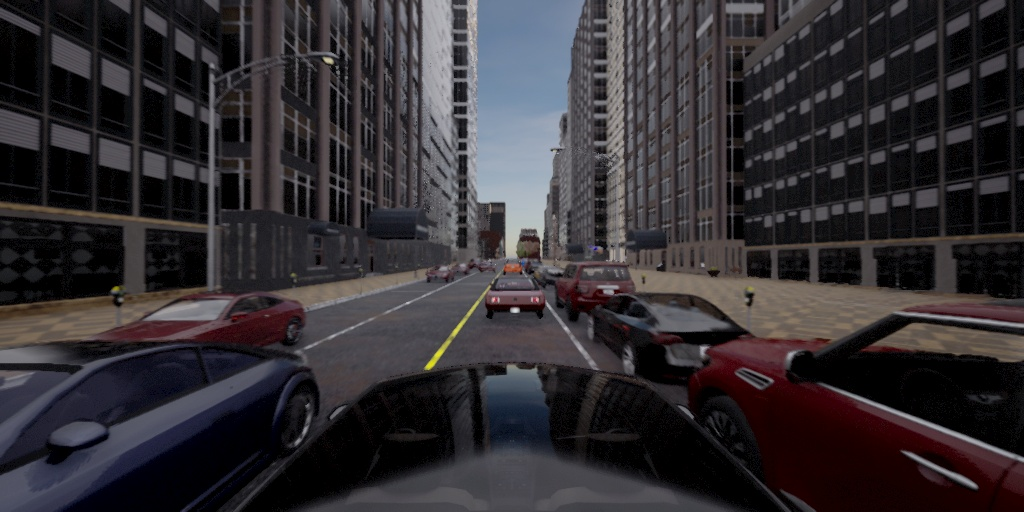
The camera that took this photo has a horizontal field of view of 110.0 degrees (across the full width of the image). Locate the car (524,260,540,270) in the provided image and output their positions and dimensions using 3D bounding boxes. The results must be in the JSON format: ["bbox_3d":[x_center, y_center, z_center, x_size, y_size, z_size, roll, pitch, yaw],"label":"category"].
[{"bbox_3d":[2.680,1.420,40.137,1.948,1.339,4.313,0,0,0],"label":"car"}]

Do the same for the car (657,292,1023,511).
[{"bbox_3d":[2.691,1.064,1.363,2.192,1.841,5.009,0,0,0],"label":"car"}]

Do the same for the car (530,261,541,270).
[{"bbox_3d":[2.683,1.350,29.229,1.751,1.417,4.829,0,0,0],"label":"car"}]

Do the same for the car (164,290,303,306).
[{"bbox_3d":[-5.690,1.346,6.899,1.802,1.307,4.207,0,0,0],"label":"car"}]

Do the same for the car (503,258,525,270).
[{"bbox_3d":[0.087,1.211,42.030,2.097,1.767,4.553,0,0,0],"label":"car"}]

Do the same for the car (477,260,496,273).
[{"bbox_3d":[-3.012,1.536,45.687,1.895,1.301,4.718,0,0,0],"label":"car"}]

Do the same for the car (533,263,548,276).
[{"bbox_3d":[2.685,1.360,23.520,2.007,1.370,4.403,0,0,0],"label":"car"}]

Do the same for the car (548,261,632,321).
[{"bbox_3d":[2.688,1.094,12.441,2.192,1.841,5.009,0,0,0],"label":"car"}]

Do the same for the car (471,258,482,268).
[{"bbox_3d":[-5.706,1.211,56.752,2.192,1.841,5.009,0,0,0],"label":"car"}]

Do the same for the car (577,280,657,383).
[{"bbox_3d":[2.690,1.330,6.902,1.948,1.339,4.313,0,0,0],"label":"car"}]

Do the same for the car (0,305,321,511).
[{"bbox_3d":[-3.099,1.315,2.246,1.994,1.385,4.181,0,0,0],"label":"car"}]

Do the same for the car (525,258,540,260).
[{"bbox_3d":[2.678,1.183,45.677,2.192,1.841,5.009,0,0,0],"label":"car"}]

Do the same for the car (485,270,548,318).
[{"bbox_3d":[0.099,1.382,13.221,1.895,1.301,4.718,0,0,0],"label":"car"}]

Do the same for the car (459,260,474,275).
[{"bbox_3d":[-5.700,1.435,40.134,1.802,1.307,4.207,0,0,0],"label":"car"}]

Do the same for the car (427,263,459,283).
[{"bbox_3d":[-5.697,1.406,29.056,1.802,1.307,4.207,0,0,0],"label":"car"}]
